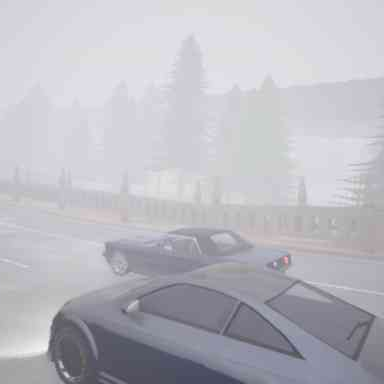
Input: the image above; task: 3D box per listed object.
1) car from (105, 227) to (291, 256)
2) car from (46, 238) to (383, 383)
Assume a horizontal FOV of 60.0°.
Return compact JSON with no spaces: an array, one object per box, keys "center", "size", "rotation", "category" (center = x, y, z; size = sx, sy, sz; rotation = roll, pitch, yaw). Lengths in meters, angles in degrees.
[{"center":[-0.103,1.557,8.365],"size":[4.718,1.301,1.895],"rotation":[1,1,35],"category":"car"},{"center":[0.201,1.555,3.848],"size":[4.181,1.385,1.994],"rotation":[0,0,35],"category":"car"}]
